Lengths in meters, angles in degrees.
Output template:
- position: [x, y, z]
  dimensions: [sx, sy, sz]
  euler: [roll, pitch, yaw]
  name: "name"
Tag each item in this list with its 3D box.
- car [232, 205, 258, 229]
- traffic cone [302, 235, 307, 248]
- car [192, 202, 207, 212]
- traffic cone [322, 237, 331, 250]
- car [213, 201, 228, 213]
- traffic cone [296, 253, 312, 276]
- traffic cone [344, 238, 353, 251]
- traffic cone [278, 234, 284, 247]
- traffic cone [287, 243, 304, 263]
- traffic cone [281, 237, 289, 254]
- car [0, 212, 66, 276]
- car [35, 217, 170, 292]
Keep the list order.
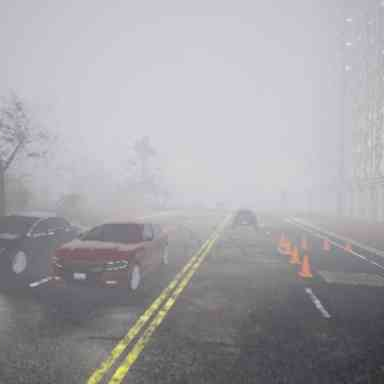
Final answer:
- position: [4.078, 2.010, 25.747]
  dimensions: [1.812, 1.442, 4.674]
  euler: [2, -1, 9]
  name: "car"
- position: [5.333, 2.360, 15.820]
  dimensions: [0.340, 0.580, 0.340]
  euler: [2, -1, 9]
  name: "traffic cone"
- position: [1.245, 2.279, 51.086]
  dimensions: [2.033, 1.411, 5.357]
  euler: [2, -1, 9]
  name: "car"
- position: [6.321, 2.398, 15.668]
  dimensions: [0.340, 0.580, 0.340]
  euler: [2, -1, 9]
  name: "traffic cone"
- position: [4.354, 2.193, 49.939]
  dimensions: [2.097, 1.767, 4.553]
  euler: [2, -1, 9]
  name: "car"
- position: [3.433, 2.210, 10.043]
  dimensions: [0.340, 0.580, 0.340]
  euler: [2, -1, 9]
  name: "traffic cone"
- position: [7.308, 2.436, 15.514]
  dimensions: [0.340, 0.580, 0.340]
  euler: [2, -1, 9]
  name: "traffic cone"
- position: [4.346, 2.321, 15.973]
  dimensions: [0.340, 0.580, 0.340]
  euler: [2, -1, 9]
  name: "traffic cone"
- position: [3.737, 2.246, 12.020]
  dimensions: [0.340, 0.580, 0.340]
  euler: [2, -1, 9]
  name: "traffic cone"
- position: [4.041, 2.283, 13.996]
  dimensions: [0.340, 0.580, 0.340]
  euler: [2, -1, 9]
  name: "traffic cone"
- position: [-5.090, 1.416, 10.181]
  dimensions: [1.837, 1.490, 4.892]
  euler: [2, -1, 9]
  name: "car"
- position: [-1.935, 1.507, 9.332]
  dimensions: [1.882, 1.535, 5.008]
  euler: [2, -1, 9]
  name: "car"
